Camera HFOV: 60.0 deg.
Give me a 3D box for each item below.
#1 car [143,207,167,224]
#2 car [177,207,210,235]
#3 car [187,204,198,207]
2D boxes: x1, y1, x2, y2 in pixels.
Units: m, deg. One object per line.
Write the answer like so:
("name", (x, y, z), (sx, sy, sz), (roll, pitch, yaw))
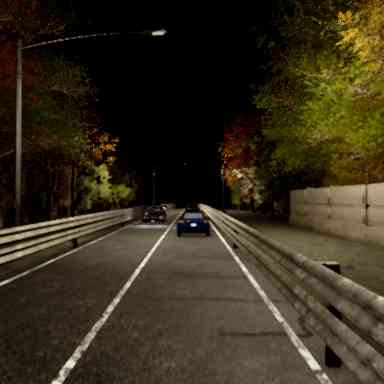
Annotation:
("car", (-3.273, 2.101, 30.387), (2.033, 1.411, 5.357), (0, -1, 0))
("car", (0.085, 1.870, 20.799), (1.994, 1.385, 4.181), (0, -1, 0))
("car", (0.068, 2.346, 44.517), (2.128, 1.511, 4.902), (0, -2, 0))
